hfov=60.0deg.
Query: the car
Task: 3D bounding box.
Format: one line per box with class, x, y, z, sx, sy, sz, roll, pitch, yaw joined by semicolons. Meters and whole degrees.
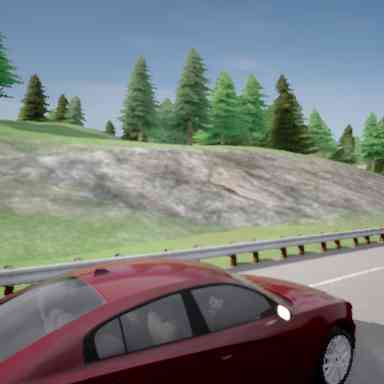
car;-0.182;1.487;3.607;5.008;1.535;1.882;0;0;-36
